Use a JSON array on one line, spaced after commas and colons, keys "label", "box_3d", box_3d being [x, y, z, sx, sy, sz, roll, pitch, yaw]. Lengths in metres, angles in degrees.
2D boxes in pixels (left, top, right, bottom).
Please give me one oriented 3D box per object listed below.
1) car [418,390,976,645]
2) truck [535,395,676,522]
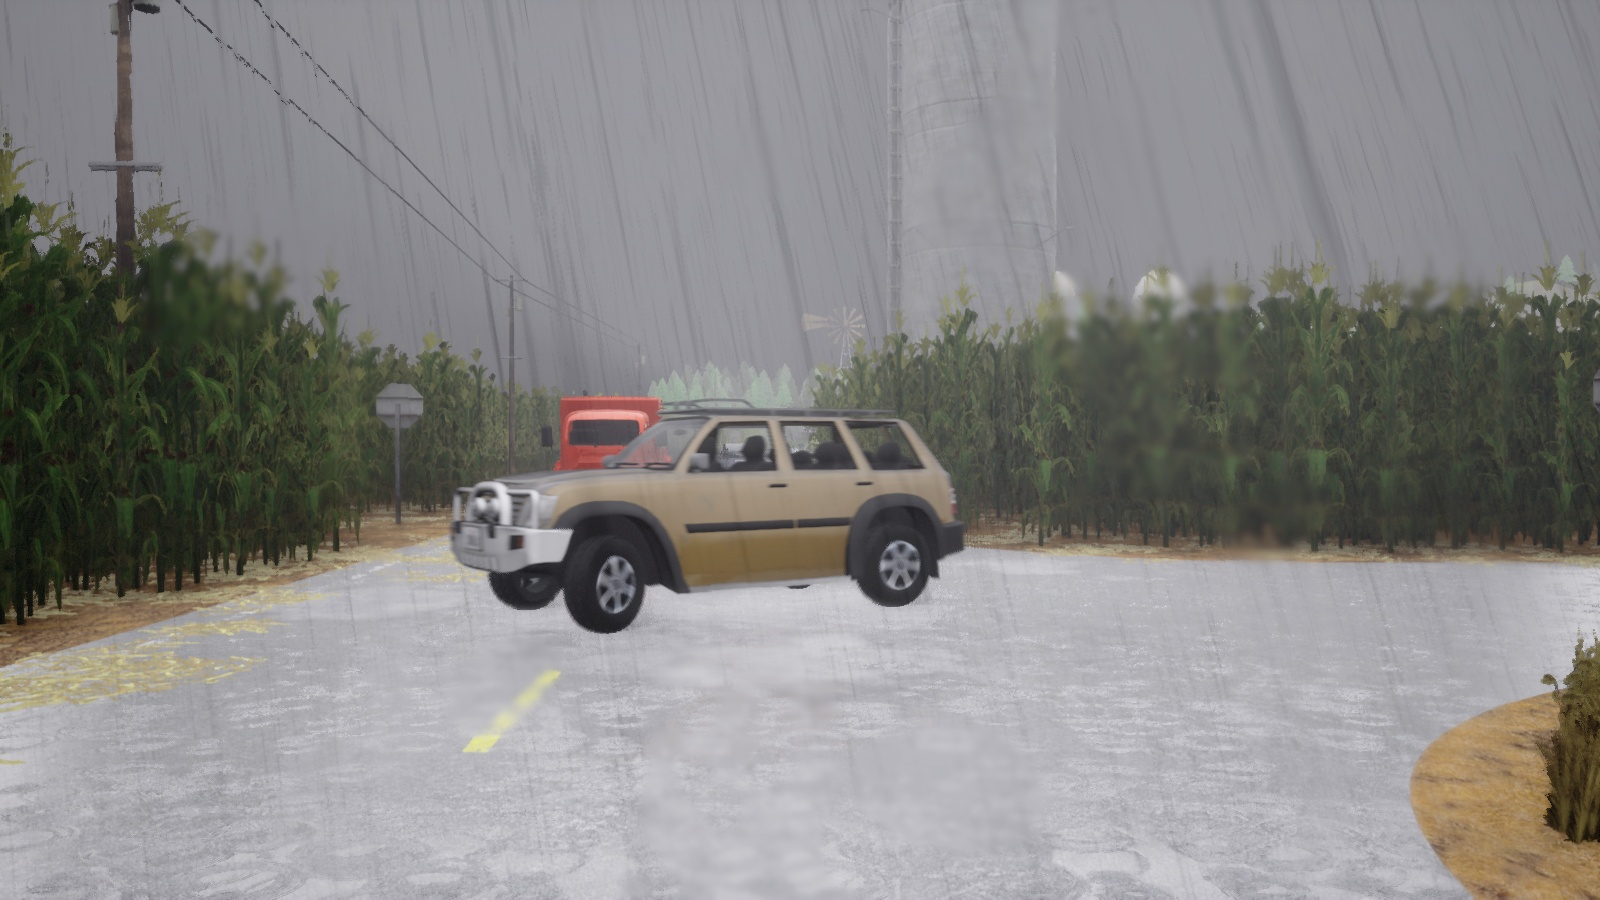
[{"label": "car", "box_3d": [-0.813, 0.495, 11.244, 4.605, 1.855, 1.932, 0, 0, -34]}, {"label": "truck", "box_3d": [-4.081, 0.060, 27.334, 2.627, 2.467, 5.204, 0, 3, -4]}]
